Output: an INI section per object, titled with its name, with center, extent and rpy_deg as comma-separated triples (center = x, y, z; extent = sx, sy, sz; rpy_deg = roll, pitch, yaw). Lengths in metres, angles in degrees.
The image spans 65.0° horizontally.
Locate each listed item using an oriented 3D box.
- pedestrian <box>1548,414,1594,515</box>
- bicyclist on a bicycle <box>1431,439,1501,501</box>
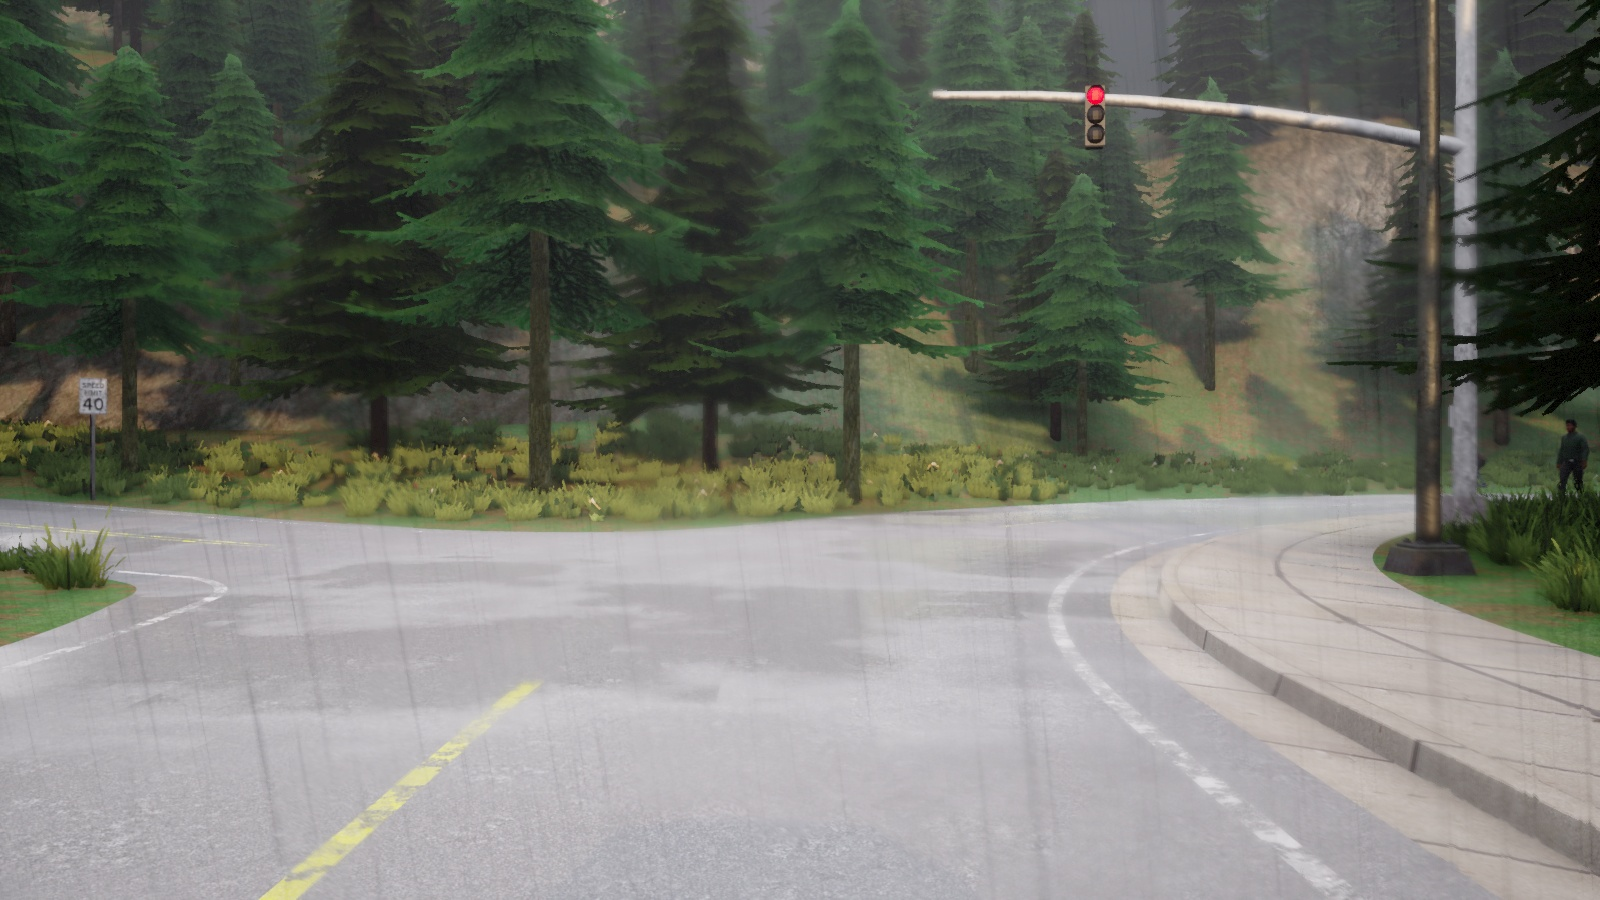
[pedestrian]
center = 15.085, 0.282, 24.573
extent = 0.788, 1.949, 0.423
rpy_deg = 0, 0, -27
[bicyclist on a bicycle]
center = 17.699, 0.525, 33.364
extent = 1.656, 1.620, 0.582
rpy_deg = 0, 1, -13
